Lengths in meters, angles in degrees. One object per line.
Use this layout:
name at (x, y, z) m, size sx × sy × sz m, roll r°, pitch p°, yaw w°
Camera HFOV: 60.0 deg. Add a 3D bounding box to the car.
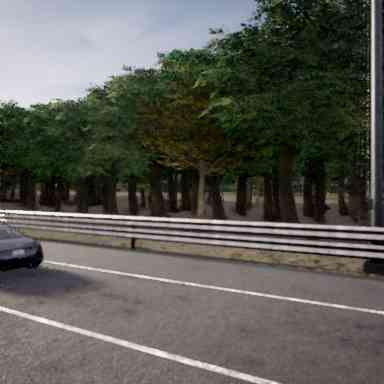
car at (-6.544, 1.653, 10.243) m, size 4.181 × 1.385 × 1.994 m, roll 0°, pitch -1°, yaw 30°
